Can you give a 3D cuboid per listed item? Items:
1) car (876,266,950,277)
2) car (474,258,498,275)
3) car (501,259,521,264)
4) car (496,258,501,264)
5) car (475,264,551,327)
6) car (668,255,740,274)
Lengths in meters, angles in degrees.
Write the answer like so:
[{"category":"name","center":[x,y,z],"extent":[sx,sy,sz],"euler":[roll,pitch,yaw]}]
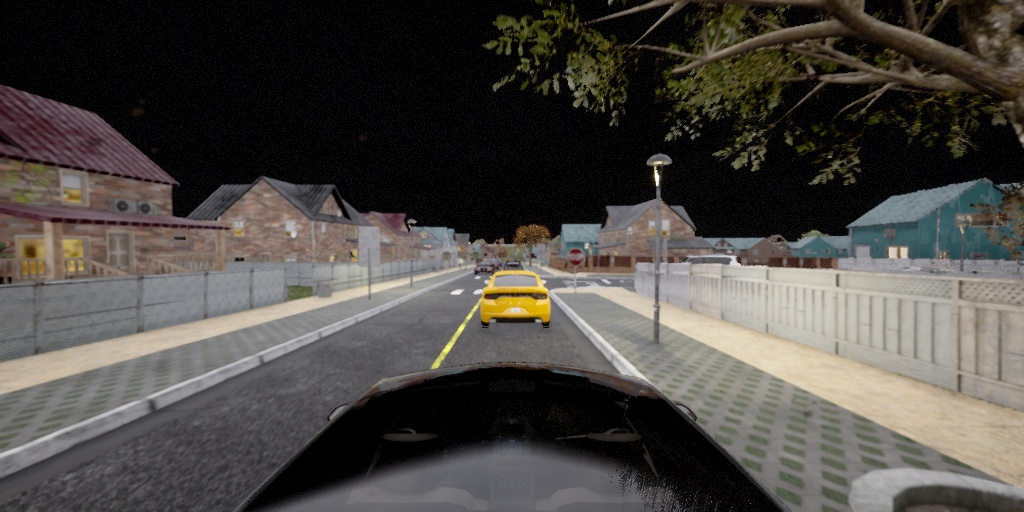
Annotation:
[{"category":"car","center":[26.373,1.385,23.372],"extent":[4.674,1.442,1.812],"euler":[0,2,15]},{"category":"car","center":[-2.845,1.243,37.768],"extent":[1.994,1.385,4.181],"euler":[0,0,0]},{"category":"car","center":[0.109,1.189,34.844],"extent":[1.837,1.490,4.892],"euler":[0,0,0]},{"category":"car","center":[-2.829,1.045,49.560],"extent":[2.097,1.767,4.553],"euler":[0,0,0]},{"category":"car","center":[0.107,1.192,11.387],"extent":[1.882,1.535,5.008],"euler":[0,0,0]},{"category":"car","center":[13.395,0.931,25.935],"extent":[5.566,2.045,2.150],"euler":[1,2,8]}]
